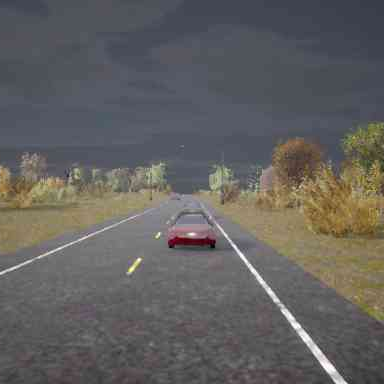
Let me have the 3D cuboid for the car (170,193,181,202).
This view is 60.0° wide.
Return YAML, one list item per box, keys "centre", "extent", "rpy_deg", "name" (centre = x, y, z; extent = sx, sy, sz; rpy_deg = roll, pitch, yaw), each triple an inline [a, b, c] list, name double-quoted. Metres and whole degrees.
- centre: [-3.758, 1.233, 75.916]
  extent: [2.150, 2.045, 5.566]
  rpy_deg: [0, 0, -3]
  name: "car"

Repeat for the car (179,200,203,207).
- centre: [0.000, 1.582, 29.651]
  extent: [1.994, 1.385, 4.181]
  rpy_deg: [0, 0, 0]
  name: "car"

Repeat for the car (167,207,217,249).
- centre: [0.000, 1.574, 14.651]
  extent: [1.994, 1.385, 4.181]
  rpy_deg: [0, 0, 0]
  name: "car"
